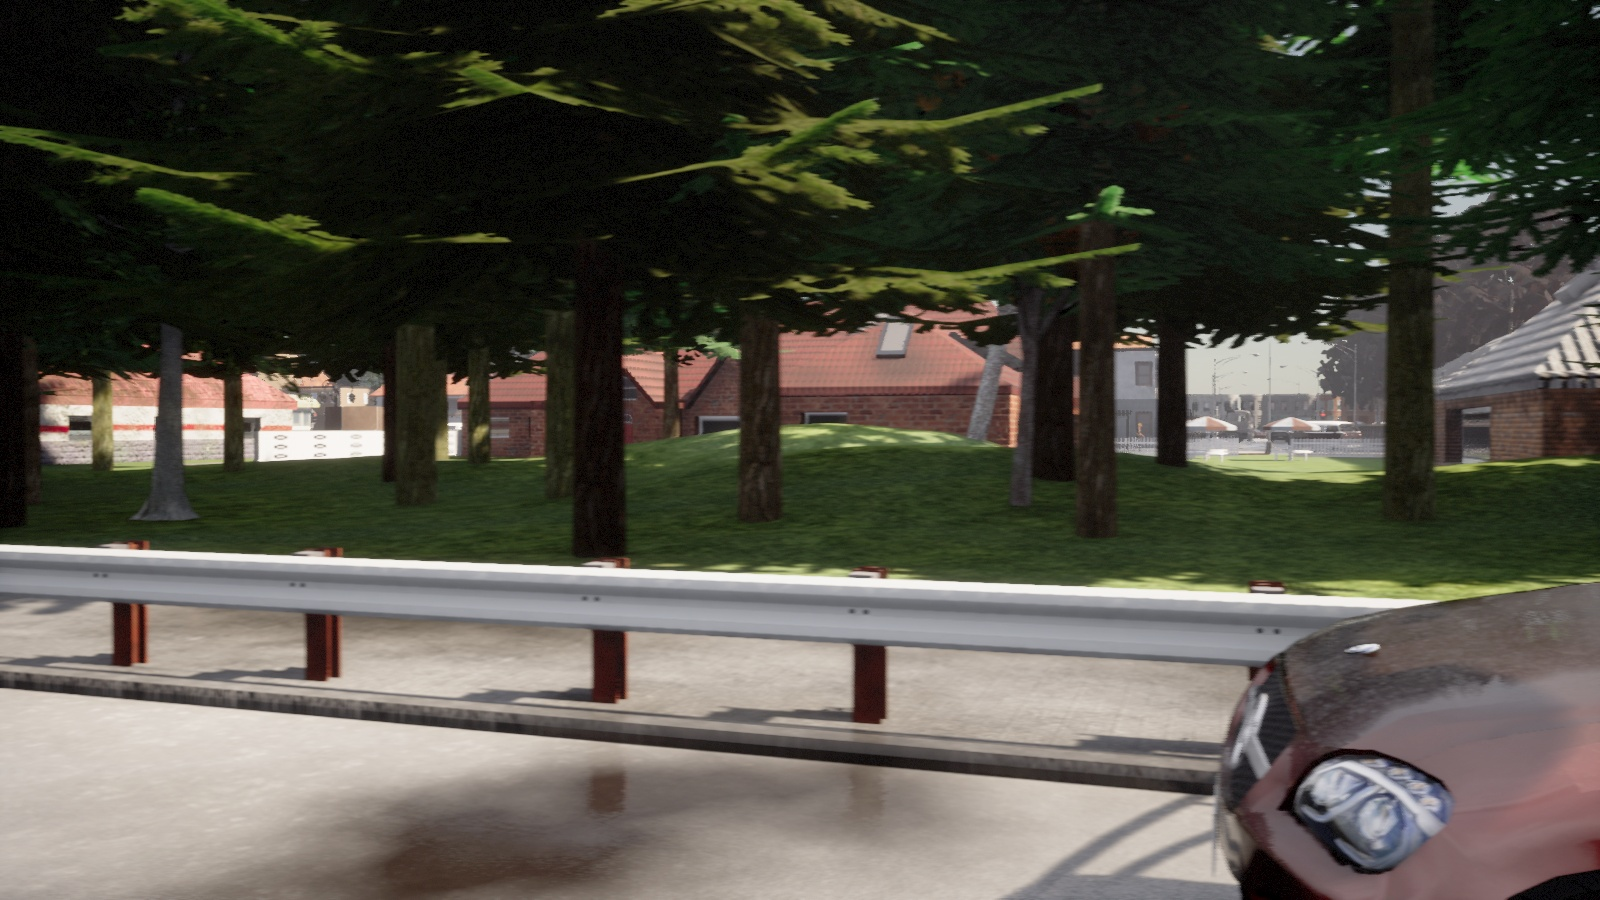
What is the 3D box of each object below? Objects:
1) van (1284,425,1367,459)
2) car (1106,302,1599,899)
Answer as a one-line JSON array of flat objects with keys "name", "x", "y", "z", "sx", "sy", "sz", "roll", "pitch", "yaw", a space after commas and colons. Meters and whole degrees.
[{"name": "van", "x": 32.387, "y": -0.546, "z": 77.553, "sx": 2.069, "sy": 2.038, "sz": 4.480, "roll": -1, "pitch": 2, "yaw": -26}, {"name": "car", "x": 3.308, "y": 0.582, "z": 2.606, "sx": 5.027, "sy": 1.651, "sz": 2.152, "roll": 1, "pitch": 1, "yaw": 19}]
